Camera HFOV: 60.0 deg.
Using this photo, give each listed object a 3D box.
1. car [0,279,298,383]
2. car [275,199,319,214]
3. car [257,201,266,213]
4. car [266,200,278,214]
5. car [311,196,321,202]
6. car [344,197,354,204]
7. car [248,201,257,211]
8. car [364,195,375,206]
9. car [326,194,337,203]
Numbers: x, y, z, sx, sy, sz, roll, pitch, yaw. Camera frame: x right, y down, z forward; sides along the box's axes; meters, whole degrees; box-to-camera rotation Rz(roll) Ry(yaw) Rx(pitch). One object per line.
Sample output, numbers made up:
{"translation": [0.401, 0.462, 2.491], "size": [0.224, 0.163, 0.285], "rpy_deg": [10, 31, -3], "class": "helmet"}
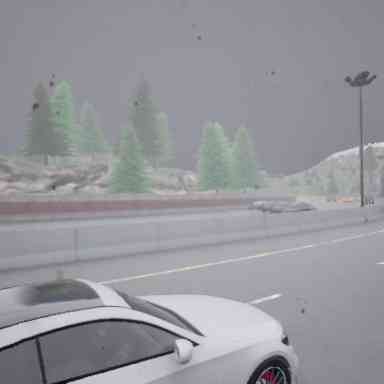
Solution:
{"translation": [-1.039, 1.569, 2.978], "size": [4.674, 1.442, 1.812], "rpy_deg": [0, 0, -36], "class": "car"}
{"translation": [10.185, 1.751, 31.419], "size": [1.837, 1.490, 4.892], "rpy_deg": [-1, 0, 44], "class": "car"}
{"translation": [10.609, 1.861, 42.230], "size": [1.837, 1.490, 4.892], "rpy_deg": [-1, -1, 41], "class": "car"}
{"translation": [10.542, 1.804, 36.904], "size": [1.837, 1.490, 4.892], "rpy_deg": [-1, 0, 42], "class": "car"}
{"translation": [30.666, 1.746, 82.109], "size": [2.128, 1.511, 4.902], "rpy_deg": [-1, -1, 21], "class": "car"}
{"translation": [33.620, 1.780, 71.280], "size": [1.882, 1.535, 5.008], "rpy_deg": [-1, -1, 26], "class": "car"}
{"translation": [9.639, 1.933, 46.507], "size": [1.812, 1.442, 4.674], "rpy_deg": [-1, -1, 40], "class": "car"}
{"translation": [34.076, 1.617, 64.288], "size": [2.150, 2.045, 5.566], "rpy_deg": [-1, -1, 28], "class": "car"}
{"translation": [32.625, 1.557, 77.656], "size": [2.150, 2.045, 5.566], "rpy_deg": [-1, -1, 24], "class": "car"}
